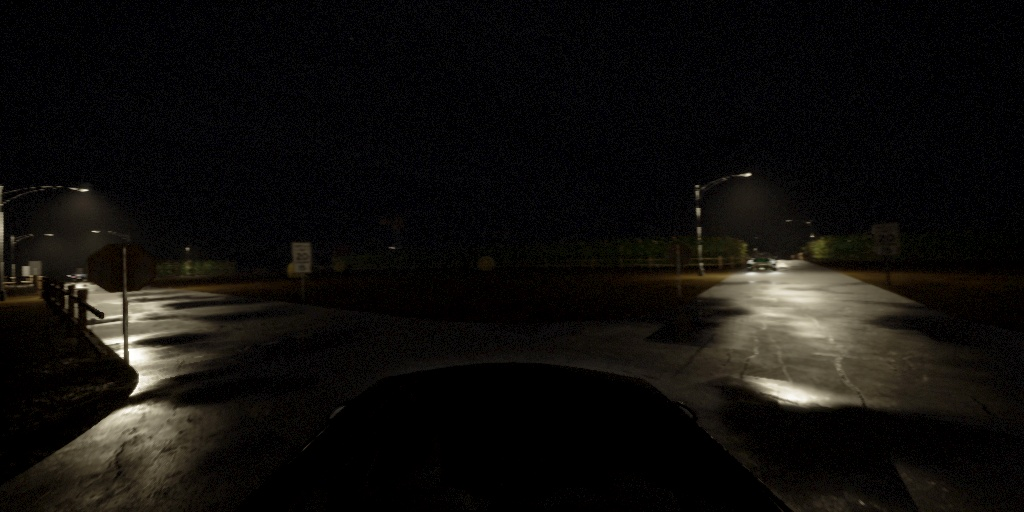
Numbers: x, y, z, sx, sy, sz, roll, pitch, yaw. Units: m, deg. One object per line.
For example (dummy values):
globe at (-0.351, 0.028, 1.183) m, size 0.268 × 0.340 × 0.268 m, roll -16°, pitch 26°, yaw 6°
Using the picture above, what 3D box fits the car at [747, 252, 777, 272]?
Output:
car at (22.373, 0.465, 32.078) m, size 2.097 × 1.767 × 4.553 m, roll -3°, pitch -1°, yaw 36°
